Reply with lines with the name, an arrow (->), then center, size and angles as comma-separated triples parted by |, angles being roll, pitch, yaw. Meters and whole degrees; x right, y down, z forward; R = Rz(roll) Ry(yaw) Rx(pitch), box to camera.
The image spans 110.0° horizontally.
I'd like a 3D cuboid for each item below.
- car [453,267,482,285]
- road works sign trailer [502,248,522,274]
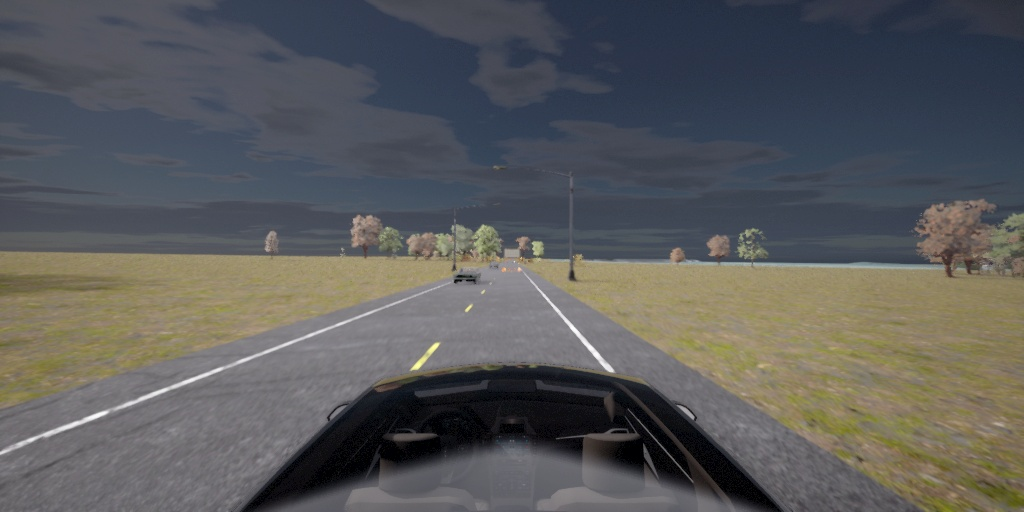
car -> -3.586, 1.597, 29.236 | 1.895, 1.301, 4.718 | 0, -1, 0
road works sign trailer -> 0.013, 0.645, 49.926 | 2.380, 3.560, 2.880 | 0, 0, 0
